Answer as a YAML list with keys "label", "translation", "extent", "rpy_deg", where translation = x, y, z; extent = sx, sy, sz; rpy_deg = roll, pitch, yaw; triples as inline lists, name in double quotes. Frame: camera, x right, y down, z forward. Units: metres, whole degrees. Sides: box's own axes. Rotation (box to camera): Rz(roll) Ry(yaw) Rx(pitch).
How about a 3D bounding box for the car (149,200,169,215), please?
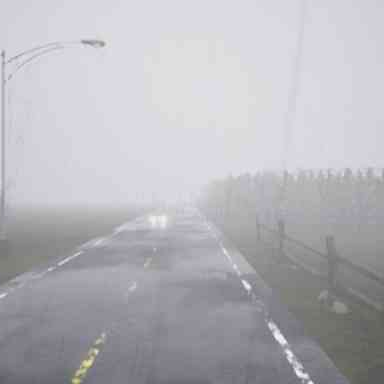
- label: "car"
  translation: [-3.523, 1.610, 35.838]
  extent: [2.128, 1.511, 4.902]
  rpy_deg: [0, 0, -2]
